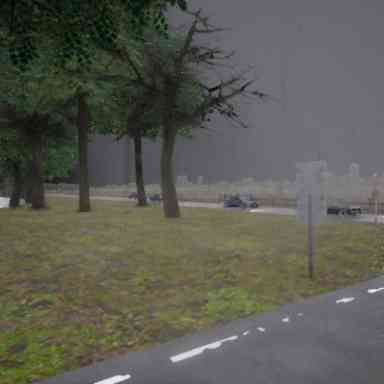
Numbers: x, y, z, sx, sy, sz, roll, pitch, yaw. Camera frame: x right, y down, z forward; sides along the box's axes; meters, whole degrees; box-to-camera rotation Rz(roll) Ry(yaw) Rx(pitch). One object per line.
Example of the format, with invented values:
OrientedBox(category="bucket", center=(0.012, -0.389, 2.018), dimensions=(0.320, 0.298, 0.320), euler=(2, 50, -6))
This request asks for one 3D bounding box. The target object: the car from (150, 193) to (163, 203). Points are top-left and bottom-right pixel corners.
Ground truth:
OrientedBox(category="car", center=(-4.704, 0.872, 50.358), dimensions=(1.812, 1.442, 4.674), euler=(-1, 1, -36))

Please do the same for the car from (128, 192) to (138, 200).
OrientedBox(category="car", center=(-10.386, 0.657, 63.037), dimensions=(1.812, 1.442, 4.674), euler=(-1, 1, -36))

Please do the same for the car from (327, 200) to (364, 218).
OrientedBox(category="car", center=(11.595, 1.365, 27.715), dimensions=(1.895, 1.301, 4.718), euler=(-1, 2, -36))

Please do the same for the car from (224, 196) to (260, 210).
OrientedBox(category="car", center=(5.378, 1.155, 36.334), dimensions=(1.994, 1.385, 4.181), euler=(-1, 2, -35))
